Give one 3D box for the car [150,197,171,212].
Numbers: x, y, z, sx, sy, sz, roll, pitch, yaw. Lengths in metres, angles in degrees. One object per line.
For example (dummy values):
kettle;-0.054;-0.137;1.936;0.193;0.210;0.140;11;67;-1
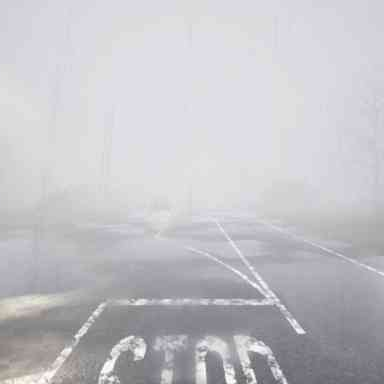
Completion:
car;-3.476;1.326;37.628;2.097;1.767;4.553;0;0;0
